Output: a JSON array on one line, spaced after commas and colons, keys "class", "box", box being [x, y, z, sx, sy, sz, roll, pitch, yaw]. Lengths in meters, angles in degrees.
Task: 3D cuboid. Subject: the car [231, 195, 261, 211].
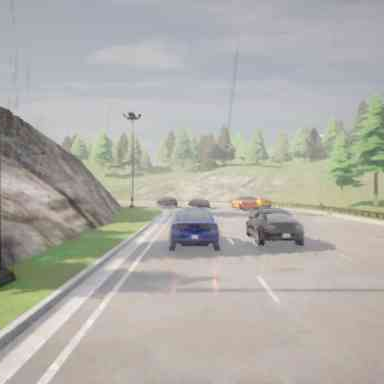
[{"class": "car", "box": [6.159, 1.263, 39.861, 2.097, 1.767, 4.553, 0, 0, -10]}]

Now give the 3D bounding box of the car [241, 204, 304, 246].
[{"class": "car", "box": [3.598, 1.492, 14.958, 1.812, 1.442, 4.674, 0, 0, 0]}]

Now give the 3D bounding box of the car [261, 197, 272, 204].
[{"class": "car", "box": [8.754, 1.379, 44.349, 1.882, 1.535, 5.008, 1, 0, -16]}]

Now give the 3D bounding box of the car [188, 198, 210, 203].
[{"class": "car", "box": [0.849, 1.461, 45.855, 1.994, 1.385, 4.181, 0, 0, -22]}]

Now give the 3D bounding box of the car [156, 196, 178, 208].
[{"class": "car", "box": [-3.611, 1.400, 46.894, 1.837, 1.490, 4.892, 2, -1, -26]}]

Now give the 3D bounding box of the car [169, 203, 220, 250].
[{"class": "car", "box": [0.097, 1.446, 14.187, 1.882, 1.535, 5.008, 0, 0, 0]}]
